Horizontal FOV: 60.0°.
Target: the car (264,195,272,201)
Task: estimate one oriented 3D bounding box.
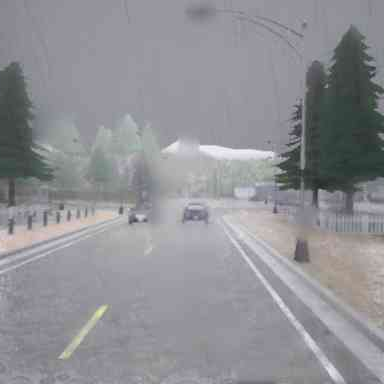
[{"bbox_3d":[18.359,1.488,79.846,2.152,1.636,5.027,1,0,1],"label":"car"}]

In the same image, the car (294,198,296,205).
[{"bbox_3d":[17.784,1.554,61.189,1.970,1.475,3.806,1,0,1],"label":"car"}]

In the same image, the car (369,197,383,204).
[{"bbox_3d":[40.014,1.750,71.633,2.007,1.523,4.514,1,0,1],"label":"car"}]

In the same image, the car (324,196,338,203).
[{"bbox_3d":[30.025,1.639,71.903,1.845,1.501,3.633,1,0,1],"label":"car"}]

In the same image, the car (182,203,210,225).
[{"bbox_3d":[0.312,1.504,24.106,1.812,1.442,4.674,1,0,2],"label":"car"}]

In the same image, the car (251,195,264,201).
[{"bbox_3d":[15.222,1.456,79.865,2.007,1.523,4.514,1,0,1],"label":"car"}]

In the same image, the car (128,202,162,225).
[{"bbox_3d":[-3.217,1.454,23.446,2.128,1.511,4.902,1,0,1],"label":"car"}]

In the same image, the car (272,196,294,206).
[{"bbox_3d":[14.636,1.510,53.838,1.845,1.501,3.633,1,0,1],"label":"car"}]
